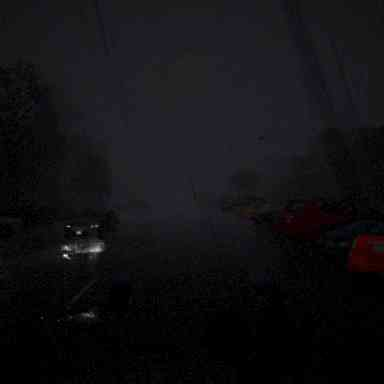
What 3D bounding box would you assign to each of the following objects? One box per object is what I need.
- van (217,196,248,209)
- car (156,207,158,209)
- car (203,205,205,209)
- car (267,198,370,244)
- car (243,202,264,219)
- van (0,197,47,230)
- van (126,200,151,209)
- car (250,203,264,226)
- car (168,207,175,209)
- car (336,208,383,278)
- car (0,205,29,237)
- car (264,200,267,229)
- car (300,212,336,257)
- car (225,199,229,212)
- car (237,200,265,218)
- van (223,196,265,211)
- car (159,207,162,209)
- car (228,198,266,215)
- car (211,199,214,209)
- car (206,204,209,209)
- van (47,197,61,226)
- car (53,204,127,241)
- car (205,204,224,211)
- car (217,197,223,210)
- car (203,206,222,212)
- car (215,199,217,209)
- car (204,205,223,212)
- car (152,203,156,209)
[{"bbox_3d":[6.438,1.718,52.592,4.442,1.987,1.878,2,-3,-20],"label":"van"},{"bbox_3d":[-11.809,3.839,84.115,4.553,1.767,2.185,1,-5,-21],"label":"car"},{"bbox_3d":[6.019,3.732,81.777,5.008,1.535,2.097,3,-5,-21],"label":"car"},{"bbox_3d":[6.439,1.304,14.434,5.566,2.045,2.435,1,-1,-20],"label":"car"},{"bbox_3d":[6.373,1.641,23.213,4.792,1.488,2.163,1,0,-20],"label":"car"},{"bbox_3d":[-11.517,1.369,20.346,4.442,1.987,1.878,-1,0,-20],"label":"van"},{"bbox_3d":[-11.527,2.571,69.238,4.442,1.987,1.878,1,-4,-21],"label":"van"},{"bbox_3d":[6.399,1.593,20.287,4.892,1.521,2.231,1,-1,-20],"label":"car"},{"bbox_3d":[-5.572,4.743,92.065,1.895,1.301,4.718,0,-5,-1],"label":"car"},{"bbox_3d":[6.384,1.396,8.547,4.553,1.767,2.185,1,-1,-20],"label":"car"},{"bbox_3d":[-11.410,1.613,17.448,4.674,1.452,2.002,-1,-1,-20],"label":"car"},{"bbox_3d":[6.443,1.446,17.357,4.553,1.767,2.185,1,0,-20],"label":"car"},{"bbox_3d":[6.413,1.578,11.484,4.674,1.452,2.002,1,0,-20],"label":"car"},{"bbox_3d":[6.425,1.729,34.962,4.792,1.488,2.163,1,-1,-20],"label":"car"},{"bbox_3d":[6.579,1.632,26.218,5.366,1.575,1.946,1,-1,-20],"label":"car"},{"bbox_3d":[6.287,1.493,37.841,4.442,1.987,1.878,1,0,-20],"label":"van"},{"bbox_3d":[-11.764,4.477,90.132,5.366,1.575,1.946,1,-6,-21],"label":"car"},{"bbox_3d":[6.577,1.676,32.079,5.366,1.575,1.946,1,-1,-20],"label":"car"},{"bbox_3d":[6.314,2.040,55.465,4.892,1.521,2.231,2,-2,-20],"label":"car"},{"bbox_3d":[6.137,3.083,72.992,4.674,1.452,2.002,2,-4,-21],"label":"car"},{"bbox_3d":[-11.302,1.387,23.379,4.442,1.987,1.878,-1,-1,-20],"label":"van"},{"bbox_3d":[-5.093,1.579,17.438,2.128,1.511,4.902,0,0,0],"label":"car"},{"bbox_3d":[5.892,4.094,87.627,4.553,1.767,2.185,3,-5,-21],"label":"car"},{"bbox_3d":[6.212,1.737,40.754,5.366,1.575,1.946,1,0,-20],"label":"car"},{"bbox_3d":[5.815,4.733,93.470,4.892,1.521,2.231,3,-6,-21],"label":"car"},{"bbox_3d":[6.352,1.516,43.748,5.566,2.045,2.435,1,-1,-20],"label":"car"},{"bbox_3d":[5.867,4.475,90.544,4.892,1.521,2.231,3,-6,-21],"label":"car"},{"bbox_3d":[-11.692,2.993,75.186,5.566,2.045,2.435,1,-5,-21],"label":"car"}]
